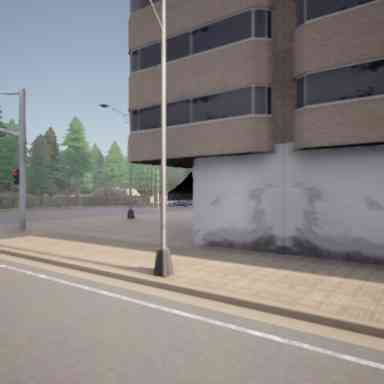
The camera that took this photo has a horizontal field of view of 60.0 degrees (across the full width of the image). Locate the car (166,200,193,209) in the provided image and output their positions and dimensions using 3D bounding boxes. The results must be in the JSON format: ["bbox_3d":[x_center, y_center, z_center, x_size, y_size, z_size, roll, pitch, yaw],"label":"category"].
[{"bbox_3d":[-1.691,1.474,45.616,4.674,1.442,1.812,0,0,-28],"label":"car"}]
